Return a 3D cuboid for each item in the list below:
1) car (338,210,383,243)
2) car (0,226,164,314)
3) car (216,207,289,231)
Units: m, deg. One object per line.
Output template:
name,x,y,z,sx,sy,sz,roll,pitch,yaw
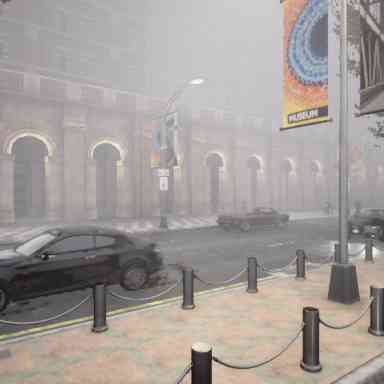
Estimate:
car,8.894,1.564,15.943,4.181,1.385,1.994,0,0,-36
car,-2.850,1.526,7.482,4.674,1.442,1.812,0,0,-36
car,3.782,1.595,20.477,4.718,1.301,1.895,0,0,-36
